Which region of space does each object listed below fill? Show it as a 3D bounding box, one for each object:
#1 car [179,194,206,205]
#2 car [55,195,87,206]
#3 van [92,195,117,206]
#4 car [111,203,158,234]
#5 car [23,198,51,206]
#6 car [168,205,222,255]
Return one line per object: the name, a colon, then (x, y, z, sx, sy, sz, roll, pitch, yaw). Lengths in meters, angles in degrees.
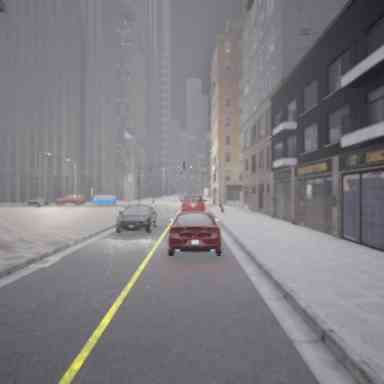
car: (0.111, 1.235, 30.350, 2.150, 2.045, 5.566, 0, 0, 0)
car: (-20.347, 1.397, 55.986, 5.009, 1.841, 2.192, 0, 0, -1)
van: (-14.706, 1.424, 56.070, 3.998, 1.788, 1.690, 0, 0, -1)
car: (-3.091, 1.482, 19.426, 1.882, 1.535, 5.008, 0, 0, 0)
car: (-25.987, 1.645, 55.902, 4.313, 1.339, 1.947, 0, 0, -1)
car: (0.105, 1.478, 13.241, 1.882, 1.535, 5.008, 0, 0, 0)
